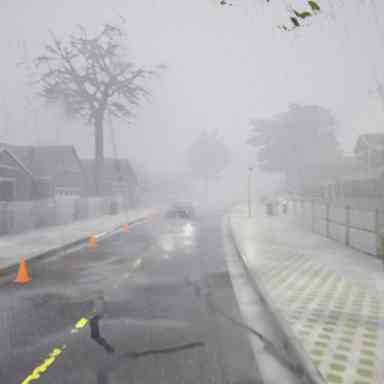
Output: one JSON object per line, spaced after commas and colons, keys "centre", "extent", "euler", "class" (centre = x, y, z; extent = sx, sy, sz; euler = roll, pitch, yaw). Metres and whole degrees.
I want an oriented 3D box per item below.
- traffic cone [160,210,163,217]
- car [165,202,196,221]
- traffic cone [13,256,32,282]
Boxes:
{"centre": [-2.623, 1.855, 28.480], "extent": [0.340, 0.580, 0.340], "euler": [0, 0, 7], "class": "traffic cone"}
{"centre": [-0.842, 1.506, 26.511], "extent": [1.895, 1.301, 4.718], "euler": [0, 0, 6], "class": "car"}
{"centre": [-4.249, 1.913, 8.345], "extent": [0.340, 0.580, 0.340], "euler": [0, 0, 2], "class": "traffic cone"}
